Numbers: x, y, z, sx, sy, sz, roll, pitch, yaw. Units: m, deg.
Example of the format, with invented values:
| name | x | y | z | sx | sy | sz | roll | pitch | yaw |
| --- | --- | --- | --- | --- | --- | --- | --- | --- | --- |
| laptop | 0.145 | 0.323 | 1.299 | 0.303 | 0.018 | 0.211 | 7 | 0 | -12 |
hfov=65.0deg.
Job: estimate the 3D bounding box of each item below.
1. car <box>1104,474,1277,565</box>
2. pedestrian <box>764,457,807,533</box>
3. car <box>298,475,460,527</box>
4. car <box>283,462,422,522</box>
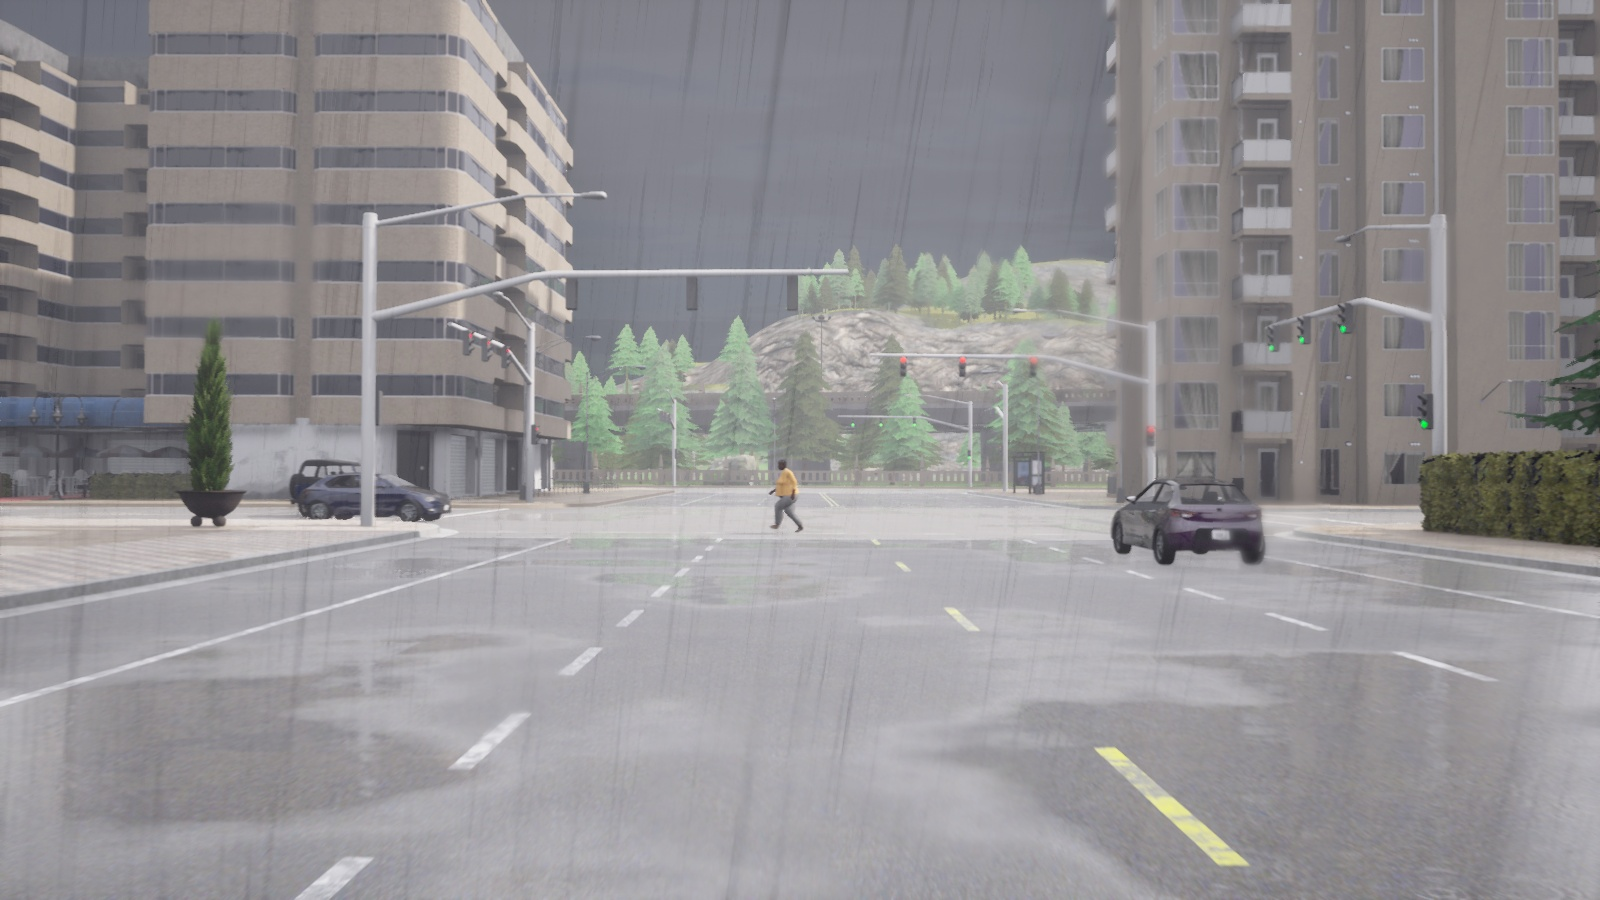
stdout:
| name | x | y | z | sx | sy | sz | roll | pitch | yaw |
| --- | --- | --- | --- | --- | --- | --- | --- | --- | --- |
| car | 6.947 | 1.182 | 22.792 | 1.816 | 1.474 | 4.193 | 0 | -1 | 0 |
| pedestrian | -0.366 | 1.100 | 31.029 | 0.900 | 1.855 | 0.874 | 0 | -1 | -12 |
| car | -12.458 | 1.503 | 37.322 | 4.193 | 1.474 | 1.816 | 0 | -1 | 6 |
| car | -14.585 | 1.357 | 41.111 | 3.866 | 1.878 | 1.905 | 0 | -1 | 0 |
